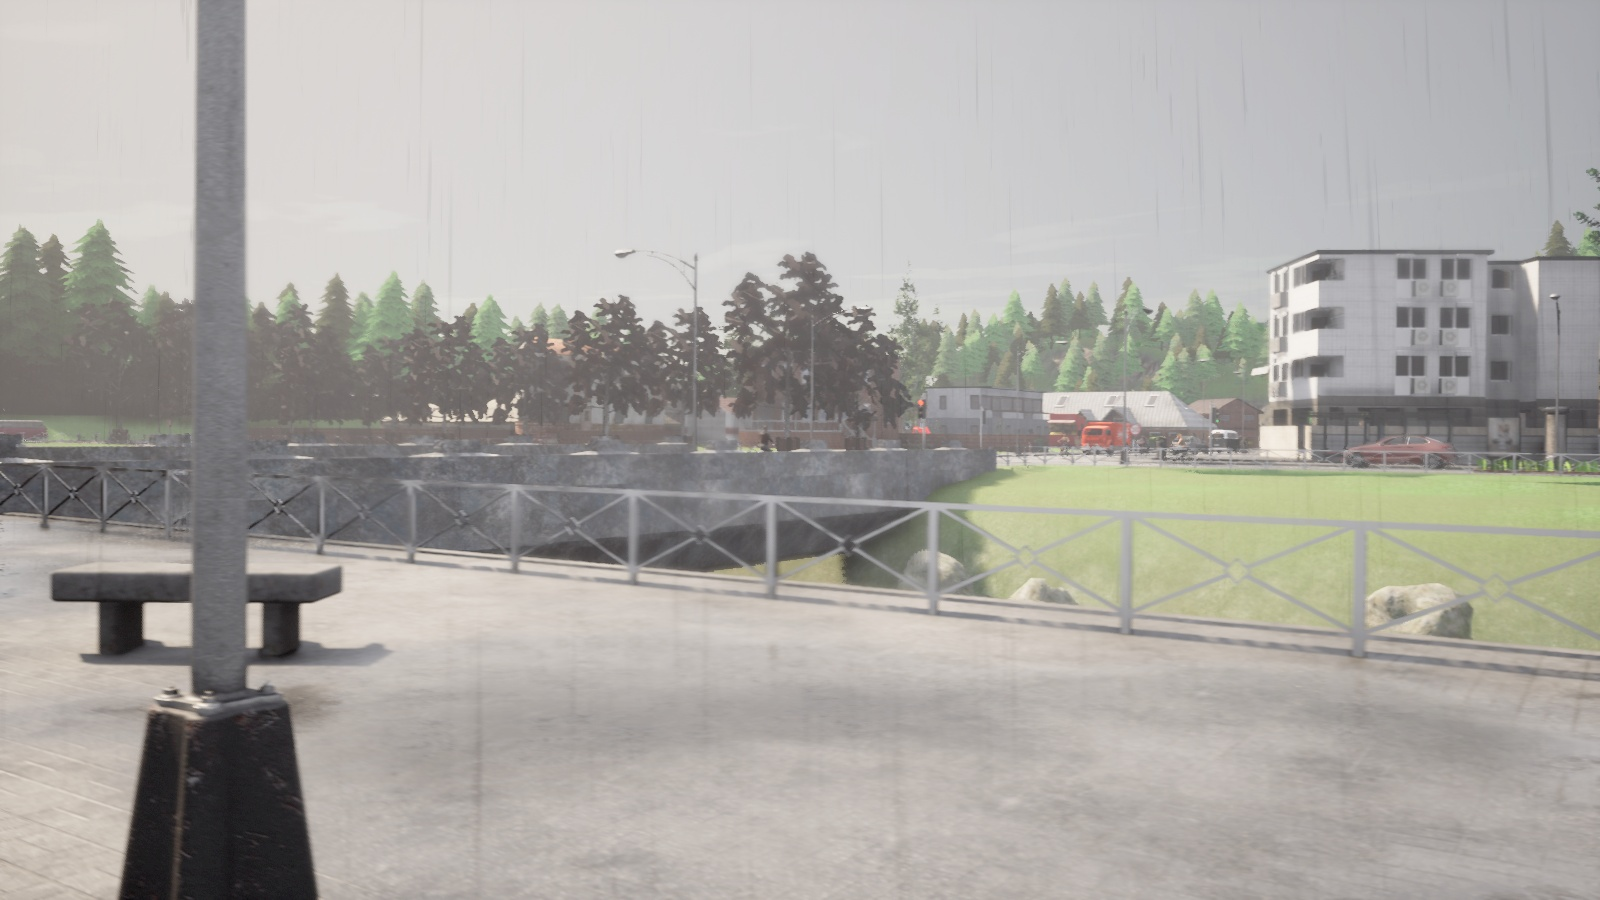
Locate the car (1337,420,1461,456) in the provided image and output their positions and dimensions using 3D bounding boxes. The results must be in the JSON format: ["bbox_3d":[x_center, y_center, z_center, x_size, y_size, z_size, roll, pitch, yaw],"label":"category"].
[{"bbox_3d":[28.342,-0.559,59.481,5.027,1.651,2.152,0,1,34],"label":"car"}]

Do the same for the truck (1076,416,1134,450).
[{"bbox_3d":[22.887,-1.247,94.135,2.627,2.467,5.204,0,1,34],"label":"truck"}]
